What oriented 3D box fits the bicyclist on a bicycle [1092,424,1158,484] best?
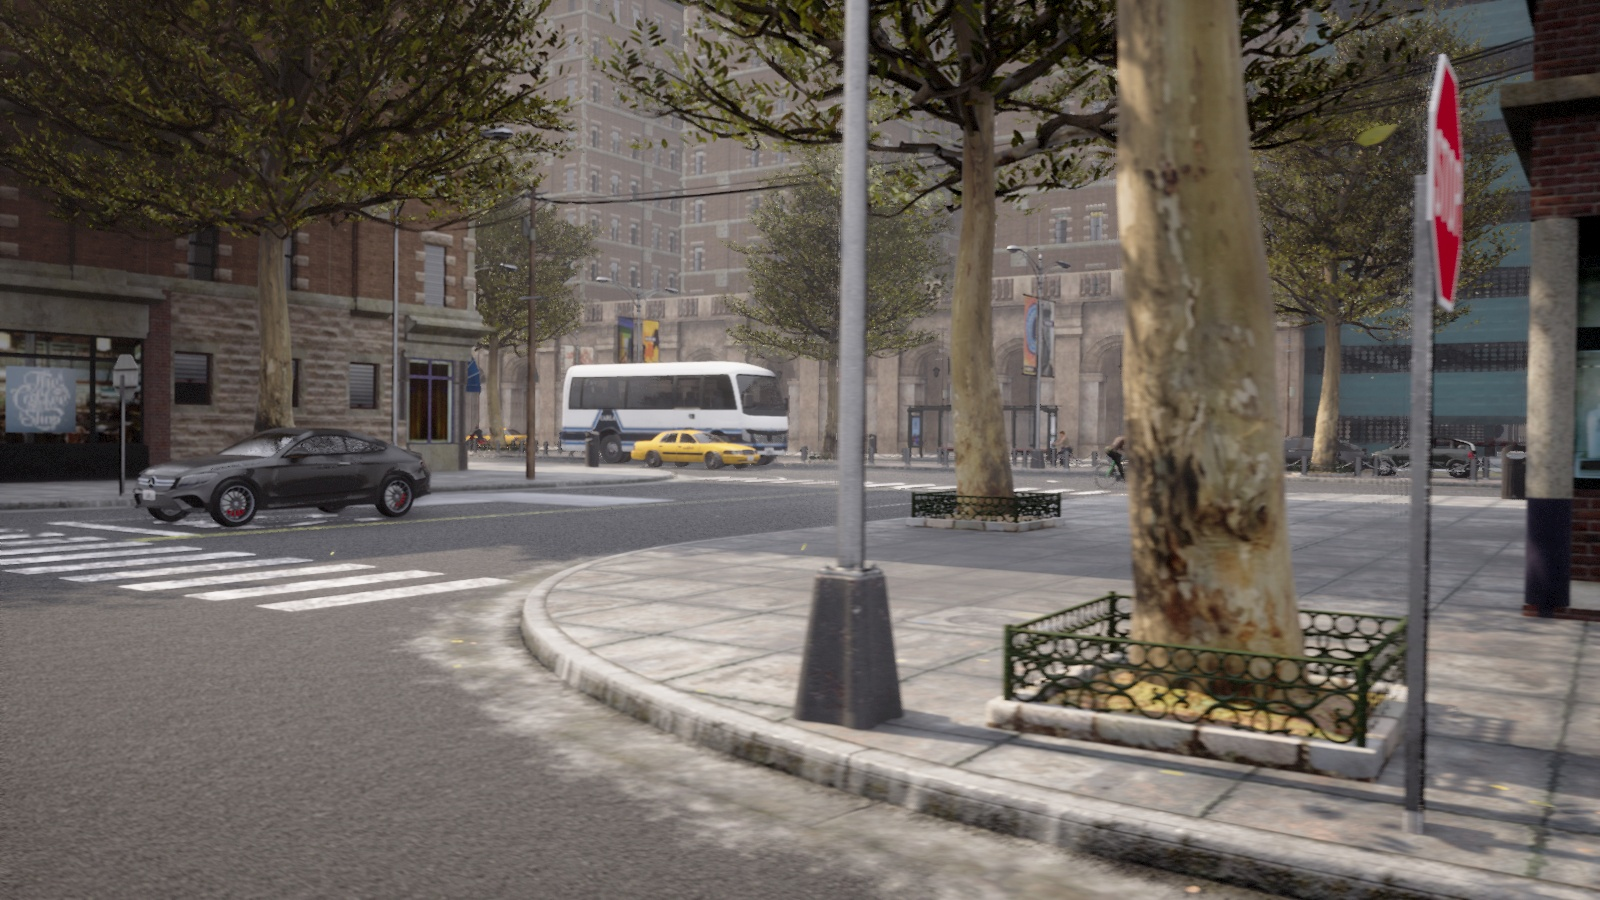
[{"bbox_3d":[8.868,0.102,34.257,1.656,1.620,0.582,0,2,-18],"label":"bicyclist on a bicycle"}]

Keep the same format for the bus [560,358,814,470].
[{"bbox_3d":[-4.820,-1.420,52.275,10.273,4.253,3.944,0,1,33],"label":"bus"}]

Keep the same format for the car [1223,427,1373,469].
[{"bbox_3d":[18.413,-0.093,46.541,4.892,1.490,1.837,0,1,33],"label":"car"}]

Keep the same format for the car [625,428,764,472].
[{"bbox_3d":[-4.032,-0.036,47.475,5.366,1.575,1.801,0,1,36],"label":"car"}]

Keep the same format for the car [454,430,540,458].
[{"bbox_3d":[-18.112,-0.371,74.861,5.366,1.575,1.801,0,1,33],"label":"car"}]

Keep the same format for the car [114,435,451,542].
[{"bbox_3d":[-7.925,0.503,19.723,1.812,1.442,4.674,0,1,33],"label":"car"}]

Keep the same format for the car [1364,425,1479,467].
[{"bbox_3d":[23.448,-0.164,47.409,3.705,1.549,1.789,0,1,33],"label":"car"}]
